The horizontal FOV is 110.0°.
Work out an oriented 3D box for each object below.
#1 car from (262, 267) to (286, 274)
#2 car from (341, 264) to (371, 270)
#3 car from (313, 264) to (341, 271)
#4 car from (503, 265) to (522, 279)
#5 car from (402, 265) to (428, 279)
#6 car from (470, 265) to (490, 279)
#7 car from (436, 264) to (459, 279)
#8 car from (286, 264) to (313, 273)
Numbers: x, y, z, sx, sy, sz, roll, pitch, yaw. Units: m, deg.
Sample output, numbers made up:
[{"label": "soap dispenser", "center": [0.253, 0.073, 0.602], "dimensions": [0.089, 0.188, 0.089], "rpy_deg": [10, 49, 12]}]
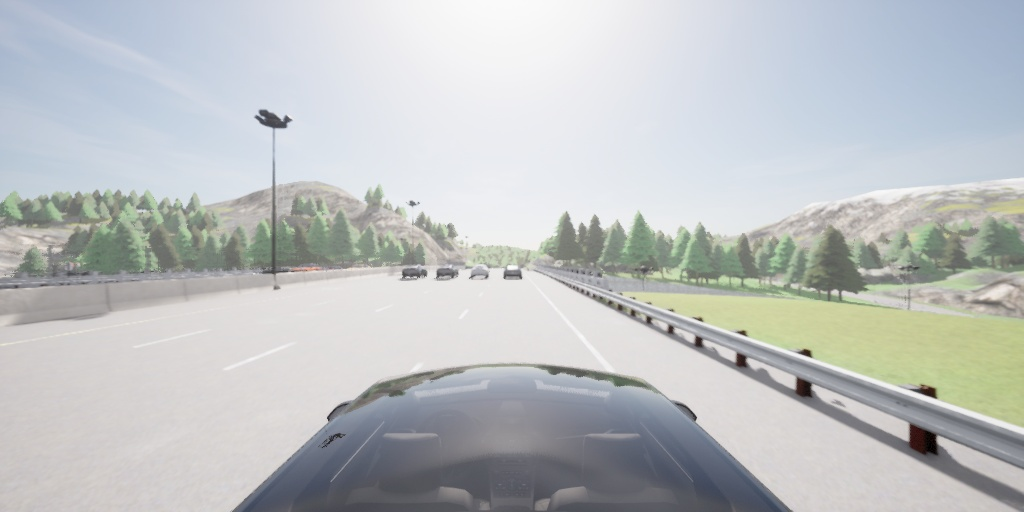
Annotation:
[{"label": "car", "center": [-31.544, 2.080, 48.739], "dimensions": [1.895, 1.301, 4.718], "rpy_deg": [0, -1, 1]}, {"label": "car", "center": [-21.067, 1.904, 49.427], "dimensions": [1.882, 1.535, 5.008], "rpy_deg": [0, -1, 0]}, {"label": "car", "center": [-24.559, 2.039, 48.914], "dimensions": [1.895, 1.301, 4.718], "rpy_deg": [0, -1, 1]}, {"label": "car", "center": [0.082, 1.662, 38.200], "dimensions": [1.994, 1.385, 4.181], "rpy_deg": [0, -1, 0]}, {"label": "car", "center": [-10.417, 1.664, 38.736], "dimensions": [2.128, 1.511, 4.902], "rpy_deg": [0, -1, 0]}, {"label": "car", "center": [-3.424, 1.656, 38.903], "dimensions": [1.812, 1.442, 4.674], "rpy_deg": [0, -1, 0]}, {"label": "car", "center": [-6.917, 1.643, 38.829], "dimensions": [2.128, 1.511, 4.902], "rpy_deg": [0, -1, 0]}, {"label": "car", "center": [-28.059, 1.815, 49.025], "dimensions": [2.097, 1.767, 4.553], "rpy_deg": [0, -1, 0]}]
